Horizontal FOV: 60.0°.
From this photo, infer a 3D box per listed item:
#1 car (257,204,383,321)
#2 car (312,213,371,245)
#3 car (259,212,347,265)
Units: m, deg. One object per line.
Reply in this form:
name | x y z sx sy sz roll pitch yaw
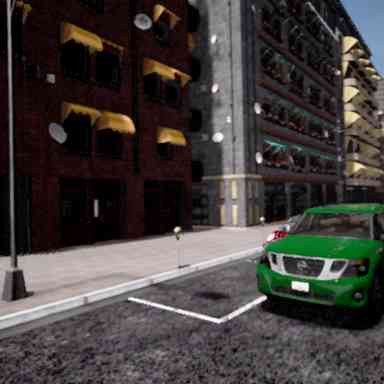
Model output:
car | 3.698 1.342 8.056 2.150 2.045 5.566 -2 -2 40
car | 7.940 1.833 17.447 1.802 1.307 4.206 -3 -2 38
car | 4.500 1.655 13.095 1.967 1.590 4.097 -3 -2 38
